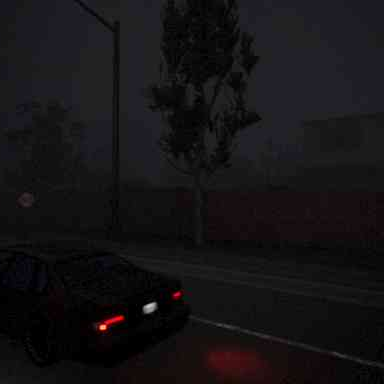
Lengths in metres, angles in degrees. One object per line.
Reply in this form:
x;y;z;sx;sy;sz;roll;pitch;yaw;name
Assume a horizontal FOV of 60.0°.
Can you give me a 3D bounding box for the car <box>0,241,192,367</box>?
-2.590;1.602;5.841;5.357;1.411;2.033;-1;0;35;car
